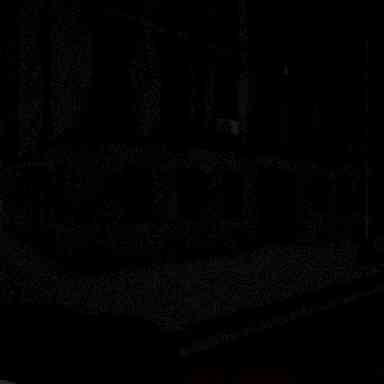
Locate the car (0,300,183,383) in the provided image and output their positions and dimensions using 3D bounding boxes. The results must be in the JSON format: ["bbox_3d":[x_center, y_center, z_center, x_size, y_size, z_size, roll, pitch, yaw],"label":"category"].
[{"bbox_3d":[-2.221,1.494,1.487,4.892,1.490,1.837,1,0,-35],"label":"car"}]
